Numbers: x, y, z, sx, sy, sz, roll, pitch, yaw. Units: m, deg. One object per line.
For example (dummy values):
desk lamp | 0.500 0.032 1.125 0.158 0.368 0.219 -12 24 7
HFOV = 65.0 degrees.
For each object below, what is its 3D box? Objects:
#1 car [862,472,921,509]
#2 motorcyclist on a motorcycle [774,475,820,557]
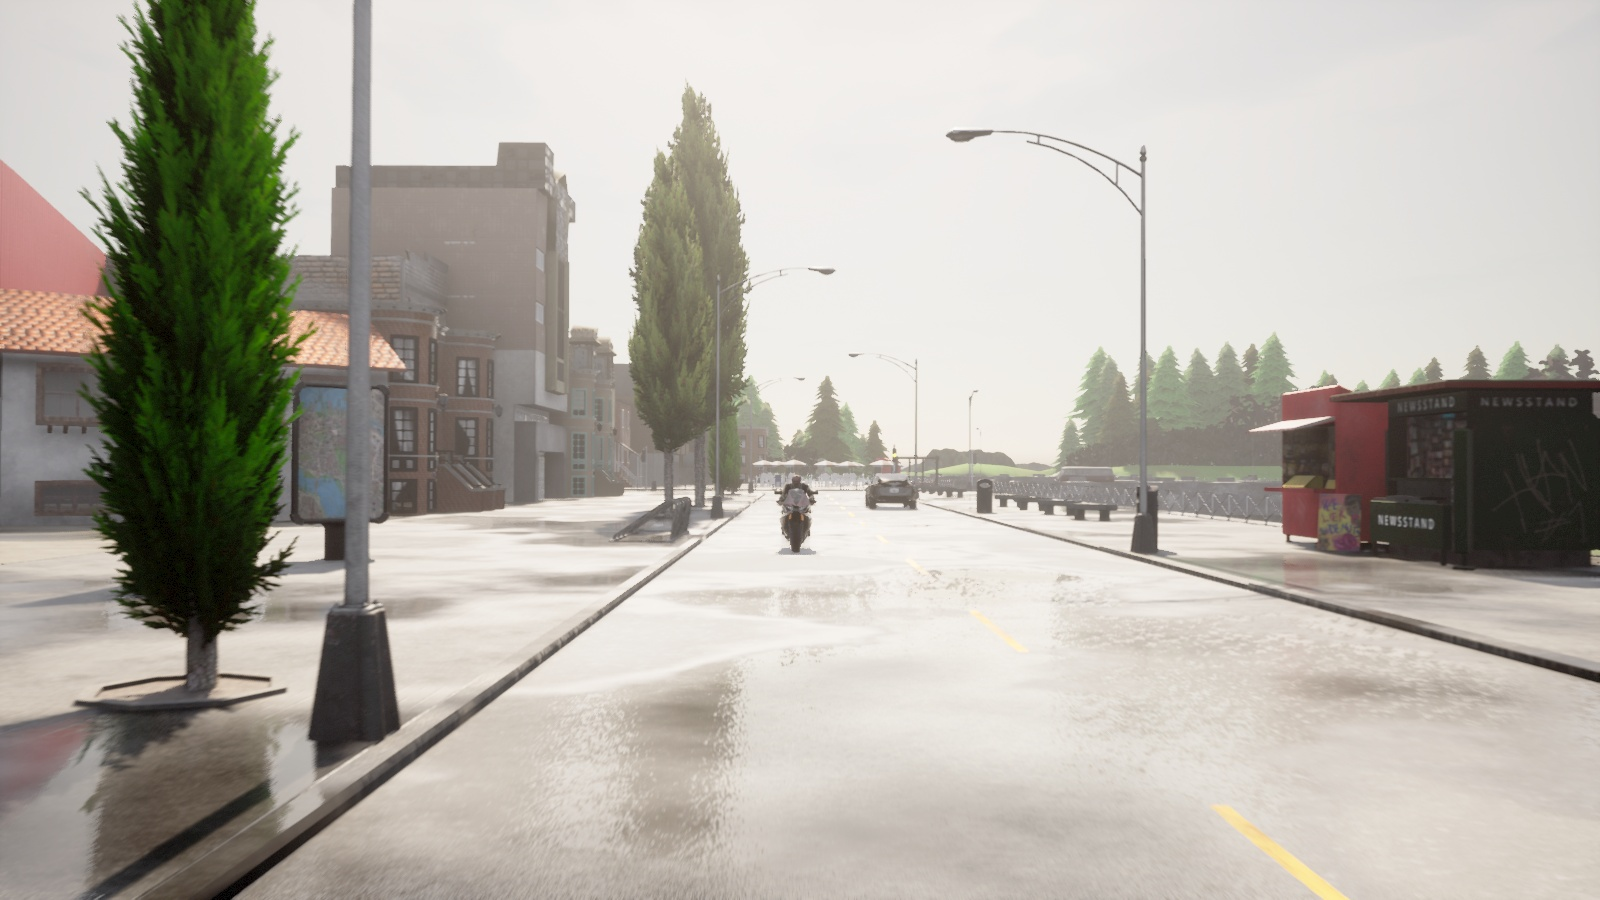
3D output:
car | 3.859 1.700 53.845 2.163 1.488 4.792 0 -1 0
motorcyclist on a motorcycle | -0.065 1.266 24.836 0.866 1.530 2.191 0 -1 0
